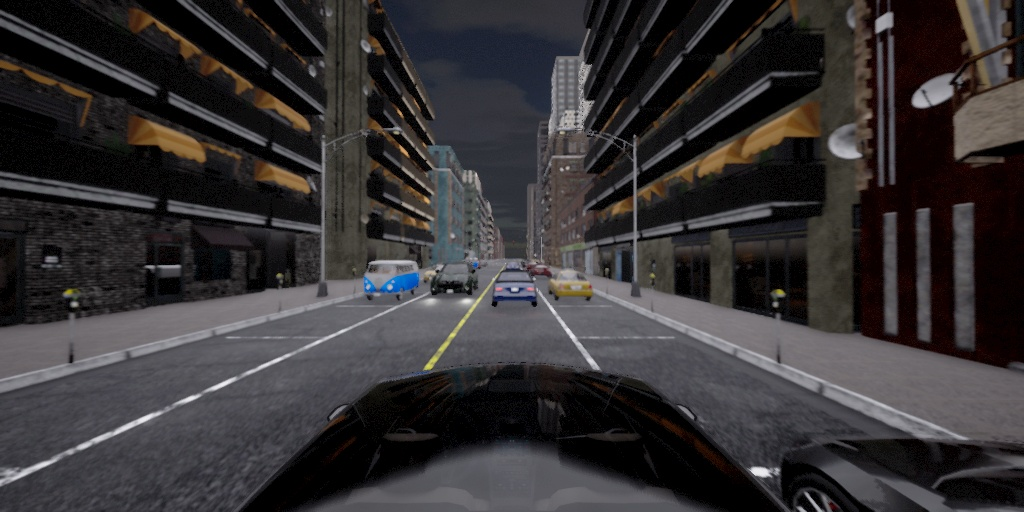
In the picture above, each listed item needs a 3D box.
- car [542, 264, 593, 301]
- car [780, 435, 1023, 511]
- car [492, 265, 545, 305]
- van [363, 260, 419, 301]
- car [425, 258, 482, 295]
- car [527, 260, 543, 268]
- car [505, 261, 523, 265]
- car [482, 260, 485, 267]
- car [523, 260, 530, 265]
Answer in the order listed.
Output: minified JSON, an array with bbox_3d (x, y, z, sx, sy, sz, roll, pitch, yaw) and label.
[{"bbox_3d":[2.692,1.283,17.374,1.751,1.417,4.829,0,0,0],"label":"car"},{"bbox_3d":[2.692,1.315,0.634,1.948,1.339,4.313,0,0,0],"label":"car"},{"bbox_3d":[0.101,1.304,15.917,2.033,1.411,5.357,0,0,0],"label":"car"},{"bbox_3d":[-5.689,1.098,17.216,1.690,1.789,3.998,0,0,0],"label":"van"},{"bbox_3d":[-3.000,1.117,19.534,2.097,1.767,4.553,0,0,0],"label":"car"},{"bbox_3d":[2.692,1.349,33.774,1.802,1.307,4.207,0,0,0],"label":"car"},{"bbox_3d":[0.100,1.324,46.477,2.033,1.411,5.357,0,0,0],"label":"car"},{"bbox_3d":[-5.690,1.330,55.881,1.888,1.381,4.507,0,0,0],"label":"car"},{"bbox_3d":[2.691,1.320,44.821,1.888,1.381,4.507,0,0,0],"label":"car"}]
